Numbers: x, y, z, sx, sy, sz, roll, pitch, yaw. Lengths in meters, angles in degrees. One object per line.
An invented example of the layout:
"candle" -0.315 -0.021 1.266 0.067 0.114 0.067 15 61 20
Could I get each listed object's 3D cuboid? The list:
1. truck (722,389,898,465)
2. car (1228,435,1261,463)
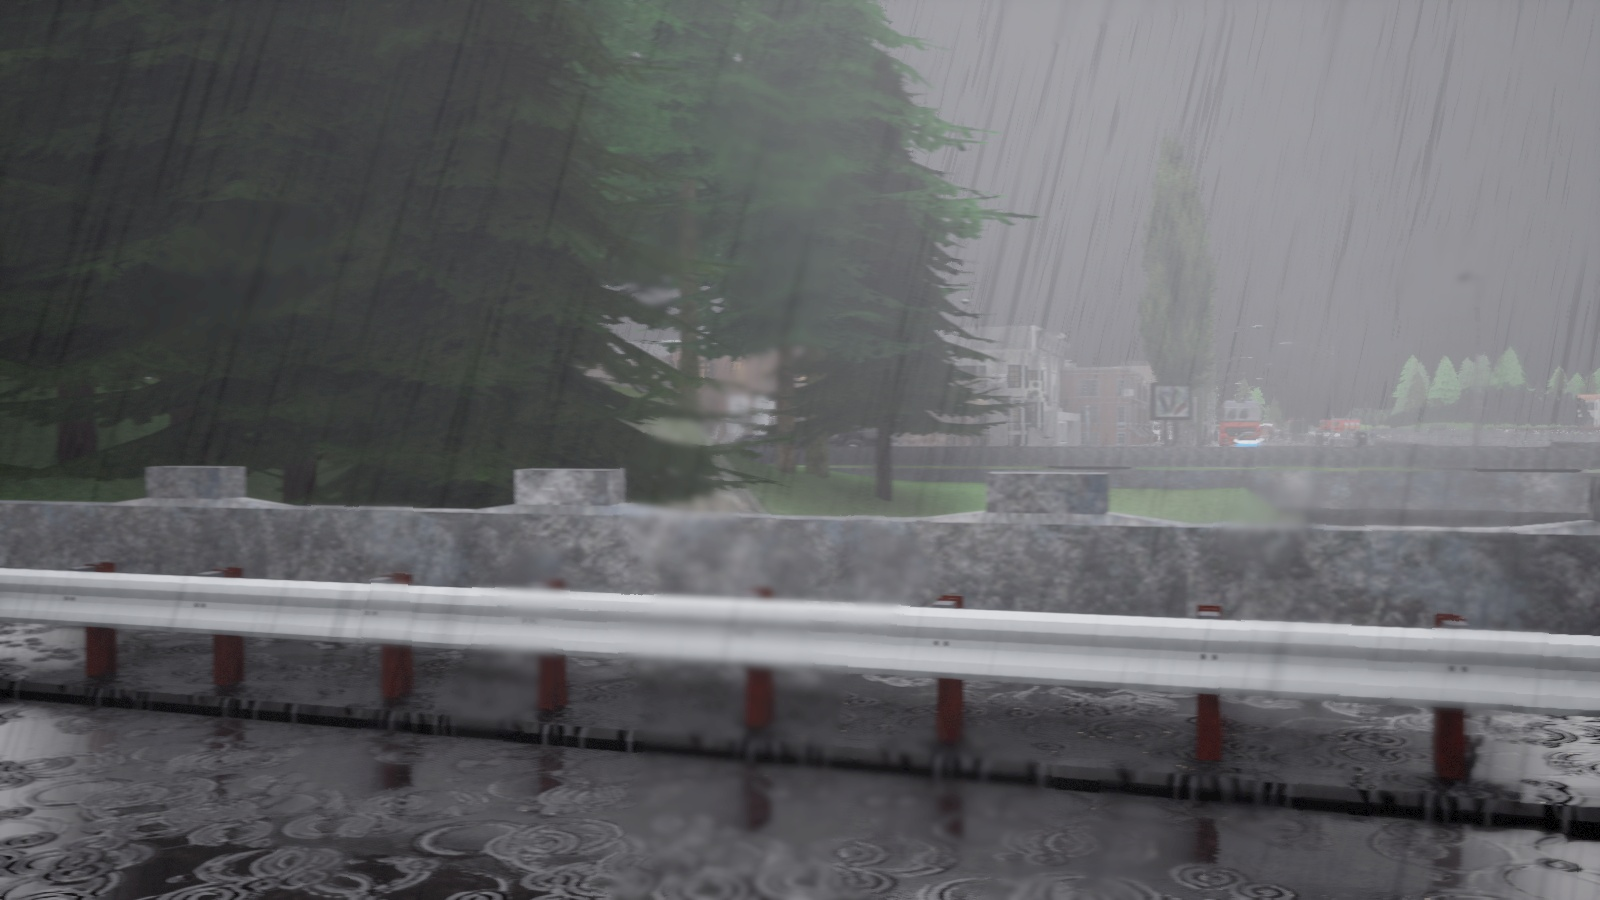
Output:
"truck" 0.486 -1.116 60.034 7.936 3.462 2.891 0 1 19
"car" 22.865 -0.068 64.645 1.481 1.376 2.207 0 1 17
